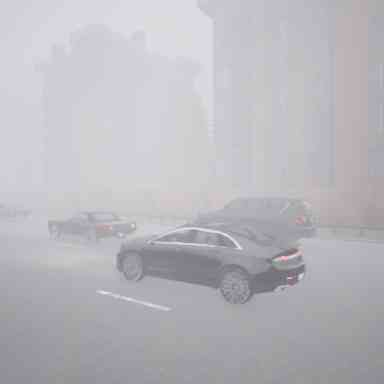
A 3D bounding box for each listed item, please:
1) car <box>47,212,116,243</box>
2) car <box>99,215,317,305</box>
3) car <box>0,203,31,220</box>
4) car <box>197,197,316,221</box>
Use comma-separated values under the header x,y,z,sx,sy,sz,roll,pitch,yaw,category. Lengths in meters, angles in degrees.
x,y,z,sx,sy,sz,roll,pitch,yaw,category
-4.970,1.601,16.143,4.718,1.301,1.895,0,0,36,car
0.241,1.491,8.122,4.902,1.511,2.128,0,0,36,car
-15.752,1.600,28.145,4.718,1.301,1.895,0,0,36,car
2.680,1.223,14.982,5.566,2.045,2.150,0,0,36,car
